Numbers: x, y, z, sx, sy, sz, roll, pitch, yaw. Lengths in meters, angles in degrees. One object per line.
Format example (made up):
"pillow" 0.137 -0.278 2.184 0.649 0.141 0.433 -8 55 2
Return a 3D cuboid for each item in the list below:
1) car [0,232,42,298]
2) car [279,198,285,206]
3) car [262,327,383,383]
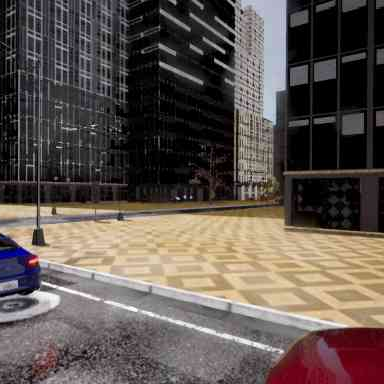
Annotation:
"car" -5.160 1.523 7.371 4.674 1.442 1.812 0 0 36
"car" 17.836 1.785 62.015 1.837 1.490 4.892 1 -1 37
"car" 2.437 1.564 1.937 4.181 1.385 1.994 0 0 35
